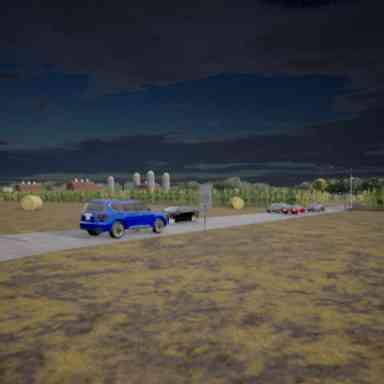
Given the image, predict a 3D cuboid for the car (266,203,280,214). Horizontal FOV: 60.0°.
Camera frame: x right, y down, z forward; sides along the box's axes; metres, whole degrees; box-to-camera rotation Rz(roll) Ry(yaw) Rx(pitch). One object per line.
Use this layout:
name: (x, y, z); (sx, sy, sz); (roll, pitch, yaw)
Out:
car: (11.975, 2.258, 46.418); (1.837, 1.490, 4.892); (0, -1, 36)

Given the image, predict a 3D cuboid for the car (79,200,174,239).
car: (-3.828, 1.467, 19.384); (2.150, 2.045, 5.566); (0, -1, 35)

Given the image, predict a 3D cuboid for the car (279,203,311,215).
car: (13.652, 2.353, 43.884); (1.895, 1.301, 4.718); (0, -1, 36)

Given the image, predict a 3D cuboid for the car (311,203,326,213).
car: (19.450, 2.463, 52.117); (2.033, 1.411, 5.357); (0, -1, 35)

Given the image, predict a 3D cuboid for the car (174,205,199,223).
car: (-1.398, 1.845, 27.721); (1.882, 1.535, 5.008); (0, -1, 35)
